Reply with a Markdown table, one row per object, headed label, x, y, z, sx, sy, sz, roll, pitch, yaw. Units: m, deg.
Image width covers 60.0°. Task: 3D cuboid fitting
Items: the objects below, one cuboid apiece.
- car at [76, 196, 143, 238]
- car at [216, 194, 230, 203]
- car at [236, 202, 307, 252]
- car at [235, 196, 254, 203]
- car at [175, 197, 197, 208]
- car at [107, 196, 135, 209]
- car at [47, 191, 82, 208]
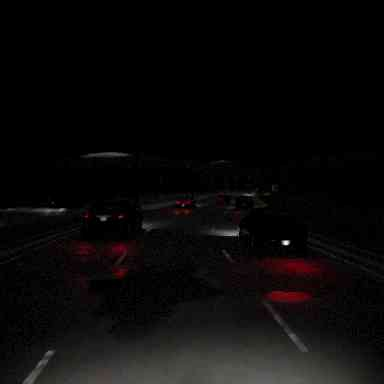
| label | x | y | z | sx | sy | sz | roll | pitch | yaw |
| --- | --- | --- | --- | --- | --- | --- | --- | --- | --- |
| car | -3.825 | 1.206 | 16.733 | 2.097 | 1.767 | 4.553 | 0 | 1 | 2 |
| car | 5.038 | 1.056 | 53.683 | 1.994 | 1.385 | 4.181 | 0 | 1 | 10 |
| car | 3.055 | 1.374 | 13.272 | 1.837 | 1.490 | 4.892 | 0 | 1 | 0 |
| car | 5.795 | 1.125 | 36.541 | 1.882 | 1.535 | 5.008 | 0 | 0 | 9 |
| car | -0.638 | 1.228 | 40.539 | 1.895 | 1.301 | 4.718 | 0 | 1 | 10 |
| car | -8.741 | 1.204 | 41.235 | 1.812 | 1.442 | 4.674 | 0 | 1 | 10 |
| car | -15.777 | 0.880 | 41.666 | 2.150 | 2.045 | 5.566 | 0 | 0 | 10 |
